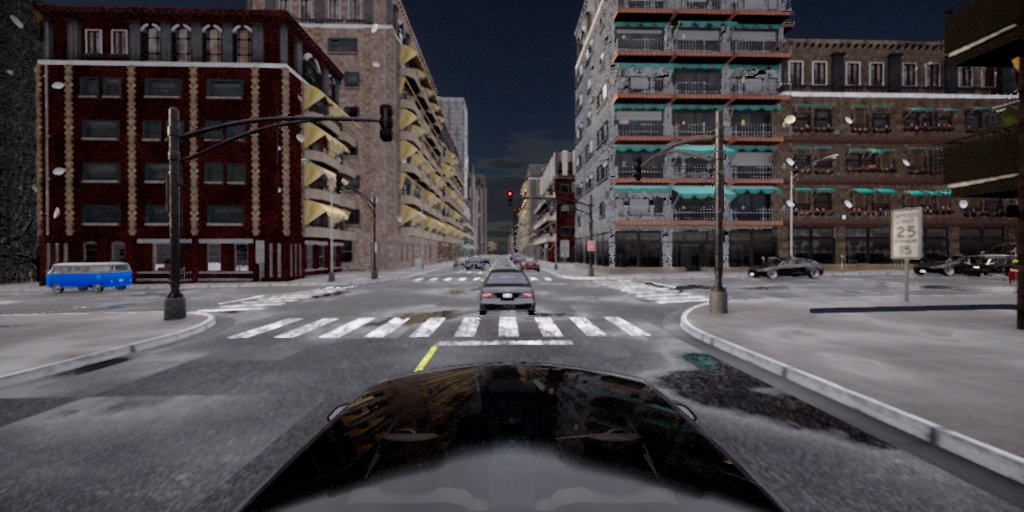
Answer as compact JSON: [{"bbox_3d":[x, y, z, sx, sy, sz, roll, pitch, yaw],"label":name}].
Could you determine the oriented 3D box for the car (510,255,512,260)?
[{"bbox_3d":[1.104,0.671,65.016,1.802,1.307,4.207,0,0,-1],"label":"car"}]

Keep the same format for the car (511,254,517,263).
[{"bbox_3d":[1.244,0.727,59.484,1.802,1.307,4.207,0,0,-1],"label":"car"}]

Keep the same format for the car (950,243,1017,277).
[{"bbox_3d":[29.780,0.248,20.943,5.566,2.045,2.150,-1,0,-2],"label":"car"}]

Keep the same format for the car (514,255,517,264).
[{"bbox_3d":[1.663,0.867,42.887,2.007,1.370,4.403,0,0,-1],"label":"car"}]

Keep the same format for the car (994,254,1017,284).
[{"bbox_3d":[23.620,0.718,14.900,4.507,1.381,1.888,0,0,-2],"label":"car"}]

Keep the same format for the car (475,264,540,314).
[{"bbox_3d":[-0.188,1.178,13.000,2.033,1.411,5.357,0,1,-1],"label":"car"}]

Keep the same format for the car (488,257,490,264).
[{"bbox_3d":[-4.430,0.781,56.310,1.895,1.301,4.718,0,1,-1],"label":"car"}]

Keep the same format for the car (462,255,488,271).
[{"bbox_3d":[-4.046,0.914,39.841,1.994,1.385,4.181,0,1,-1],"label":"car"}]

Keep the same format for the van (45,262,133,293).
[{"bbox_3d":[-25.876,1.293,22.011,3.998,1.789,1.690,0,0,-2],"label":"van"}]

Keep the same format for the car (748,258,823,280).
[{"bbox_3d":[17.742,0.775,23.312,4.313,1.339,1.948,0,0,-2],"label":"car"}]

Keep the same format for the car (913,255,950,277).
[{"bbox_3d":[29.066,0.586,23.524,4.313,1.339,1.948,0,0,-2],"label":"car"}]

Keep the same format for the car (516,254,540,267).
[{"bbox_3d":[1.803,0.814,37.355,1.967,1.591,4.097,0,0,-1],"label":"car"}]

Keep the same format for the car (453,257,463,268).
[{"bbox_3d":[-6.855,0.815,48.208,2.007,1.370,4.403,0,0,-1],"label":"car"}]
